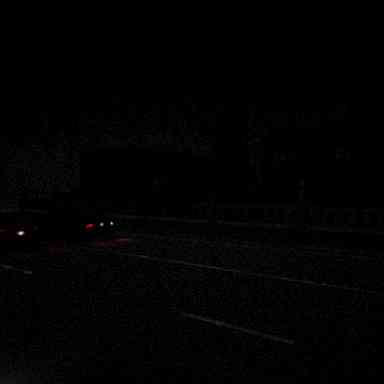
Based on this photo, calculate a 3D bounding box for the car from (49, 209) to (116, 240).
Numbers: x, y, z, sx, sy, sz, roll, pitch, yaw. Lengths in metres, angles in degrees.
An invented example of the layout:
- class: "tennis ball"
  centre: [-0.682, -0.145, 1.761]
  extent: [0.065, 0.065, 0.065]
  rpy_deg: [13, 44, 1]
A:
- class: "car"
  centre: [-6.236, 1.562, 16.916]
  extent: [5.357, 1.411, 2.033]
  rpy_deg: [0, 0, 36]

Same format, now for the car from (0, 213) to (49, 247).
- class: "car"
  centre: [-8.269, 1.571, 14.066]
  extent: [4.181, 1.385, 1.994]
  rpy_deg: [0, 0, 36]
